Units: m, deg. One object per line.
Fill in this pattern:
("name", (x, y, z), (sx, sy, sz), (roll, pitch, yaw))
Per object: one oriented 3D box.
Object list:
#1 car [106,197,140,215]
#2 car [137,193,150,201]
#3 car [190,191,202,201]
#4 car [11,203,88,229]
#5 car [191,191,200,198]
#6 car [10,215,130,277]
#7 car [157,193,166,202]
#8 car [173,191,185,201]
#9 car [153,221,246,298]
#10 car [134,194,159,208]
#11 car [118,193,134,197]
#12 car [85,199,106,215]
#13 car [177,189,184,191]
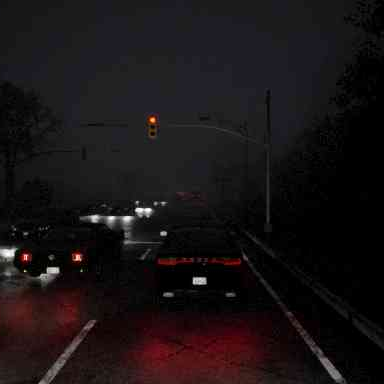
("car", (-6.780, 1.526, 33.157), (1.812, 1.442, 4.674), (0, 0, 1))
("car", (-9.779, 1.047, 67.758), (1.994, 1.385, 4.181), (0, 3, 1))
("car", (0.821, 0.738, 66.979), (2.150, 2.045, 5.566), (0, 3, 1))
("car", (-6.973, 1.505, 16.414), (1.837, 1.490, 4.892), (0, 0, 1))
("car", (0.848, 0.561, 77.644), (1.895, 1.301, 4.718), (0, 3, 1))
("car", (-3.368, 1.601, 10.241), (1.895, 1.301, 4.718), (0, 0, -1))
("car", (-6.315, 1.024, 66.479), (1.882, 1.535, 5.008), (0, 3, 1))
("car", (-2.779, 1.070, 66.912), (2.033, 1.411, 5.357), (0, 3, 1))
("car", (0.157, 1.478, 8.564), (1.882, 1.535, 5.008), (0, 0, 0))
("car", (-6.595, 1.492, 48.391), (2.128, 1.511, 4.902), (0, 0, 1))
("car", (-10.059, 1.222, 51.158), (2.150, 2.045, 5.566), (0, 0, 1))
("car", (-10.259, 1.478, 34.831), (1.882, 1.535, 5.008), (0, 0, 1))
("car", (-2.656, 0.173, 77.289), (2.097, 1.767, 4.553), (0, 3, 1))
